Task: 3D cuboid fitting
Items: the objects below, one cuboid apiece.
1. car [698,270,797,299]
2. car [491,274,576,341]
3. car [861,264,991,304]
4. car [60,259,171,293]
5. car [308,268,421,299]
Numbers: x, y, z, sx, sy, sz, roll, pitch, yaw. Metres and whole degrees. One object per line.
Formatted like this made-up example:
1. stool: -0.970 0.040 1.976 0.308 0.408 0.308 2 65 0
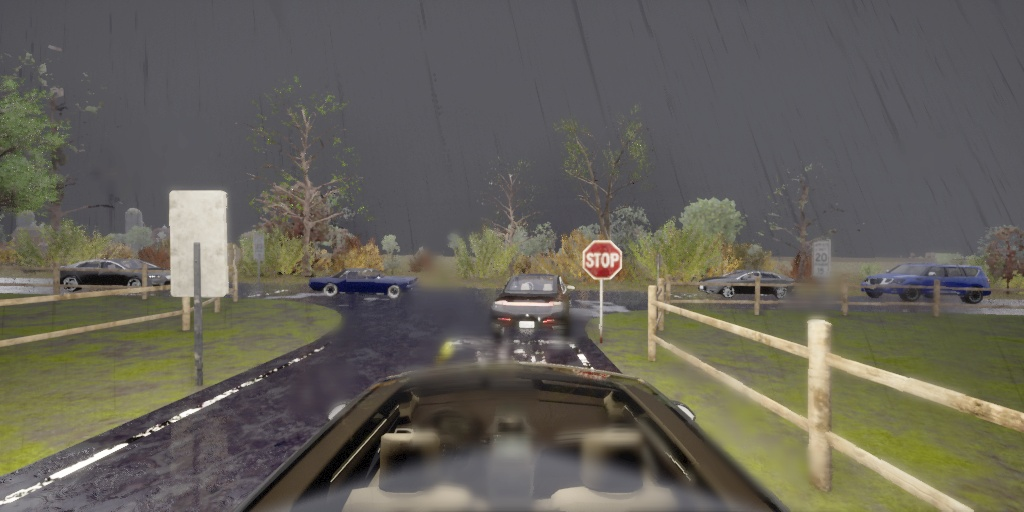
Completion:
1. car: 13.007 1.525 19.950 4.902 1.511 2.128 1 1 0
2. car: 0.708 1.240 9.993 2.128 1.511 4.902 0 0 9
3. car: 22.903 1.466 19.937 5.566 2.045 2.150 1 1 0
4. car: -18.487 0.885 17.044 4.902 1.511 2.128 1 1 0
5. car: -6.819 1.248 17.026 4.718 1.301 1.895 1 1 0
